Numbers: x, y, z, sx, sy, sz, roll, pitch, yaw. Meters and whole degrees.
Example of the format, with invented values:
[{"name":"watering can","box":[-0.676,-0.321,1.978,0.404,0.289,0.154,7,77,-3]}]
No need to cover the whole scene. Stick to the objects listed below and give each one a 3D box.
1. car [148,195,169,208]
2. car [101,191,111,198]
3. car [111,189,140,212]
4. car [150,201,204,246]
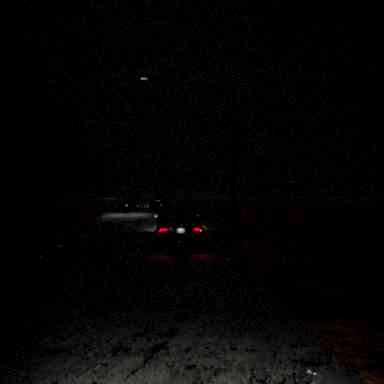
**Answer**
[{"name":"car","box":[-3.378,1.002,33.847,2.128,1.511,4.902,0,1,-11]},{"name":"car","box":[-18.253,0.499,71.395,2.033,1.411,5.357,-1,1,-23]},{"name":"car","box":[-6.190,0.767,31.631,2.150,2.045,5.566,0,1,-11]},{"name":"car","box":[-0.601,1.341,14.078,2.033,1.411,5.357,0,1,-5]}]
